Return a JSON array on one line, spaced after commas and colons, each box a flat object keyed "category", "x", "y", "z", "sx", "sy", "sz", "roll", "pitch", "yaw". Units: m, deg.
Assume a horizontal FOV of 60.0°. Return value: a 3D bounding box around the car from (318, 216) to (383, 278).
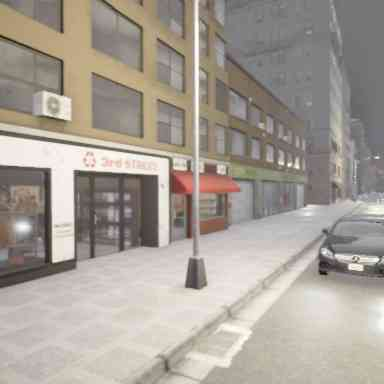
[{"category": "car", "x": 4.966, "y": 1.473, "z": 9.771, "sx": 1.812, "sy": 1.442, "sz": 4.674, "roll": 0, "pitch": 1, "yaw": 30}]
